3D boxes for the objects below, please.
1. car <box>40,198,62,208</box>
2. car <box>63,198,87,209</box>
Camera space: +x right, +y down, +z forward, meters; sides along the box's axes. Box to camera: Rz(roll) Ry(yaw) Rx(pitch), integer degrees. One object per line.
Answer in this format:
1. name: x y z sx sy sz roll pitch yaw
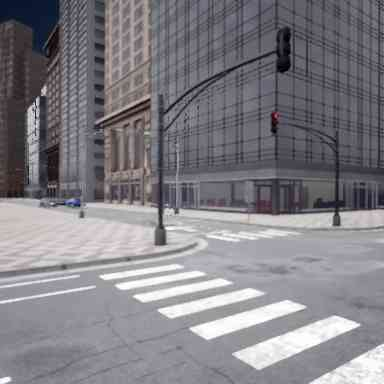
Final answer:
1. car: -22.187 1.649 51.429 2.128 1.511 4.902 0 0 -35
2. car: -17.323 1.632 49.777 1.882 1.535 5.008 0 0 -35
